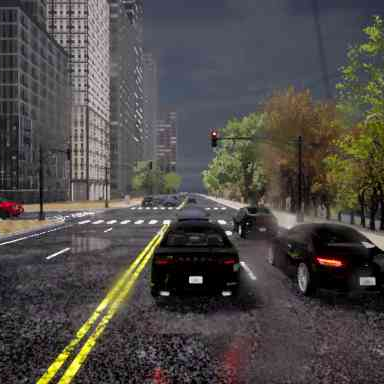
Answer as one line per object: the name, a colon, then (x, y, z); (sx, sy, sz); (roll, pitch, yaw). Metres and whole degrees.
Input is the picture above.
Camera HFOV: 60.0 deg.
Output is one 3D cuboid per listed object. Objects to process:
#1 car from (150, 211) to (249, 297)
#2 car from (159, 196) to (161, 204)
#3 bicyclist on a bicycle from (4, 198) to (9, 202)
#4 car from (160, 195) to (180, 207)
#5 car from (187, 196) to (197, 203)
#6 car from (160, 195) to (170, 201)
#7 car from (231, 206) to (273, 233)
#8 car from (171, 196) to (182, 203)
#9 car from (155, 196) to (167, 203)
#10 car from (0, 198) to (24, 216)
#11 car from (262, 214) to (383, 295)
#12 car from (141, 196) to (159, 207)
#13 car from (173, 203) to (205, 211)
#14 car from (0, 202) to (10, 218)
car: (0.074, 1.476, 8.645); (1.882, 1.535, 5.008); (0, 0, 0)
car: (-6.686, 1.482, 60.997); (2.128, 1.511, 4.902); (0, 0, 0)
bicyclist on a bicycle: (-24.735, 1.578, 44.161); (0.582, 1.620, 1.656); (-1, 1, 0)
car: (-3.439, 1.539, 52.923); (2.033, 1.411, 5.357); (0, 0, 0)
car: (-0.028, 1.537, 68.382); (2.033, 1.411, 5.357); (0, 0, 0)
car: (-6.657, 1.530, 82.032); (2.033, 1.411, 5.357); (0, 0, 0)
car: (3.290, 1.502, 17.862); (1.837, 1.490, 4.892); (0, 0, 0)
car: (-3.392, 1.529, 73.415); (2.033, 1.411, 5.357); (0, 0, 0)
car: (-6.638, 1.529, 71.496); (2.033, 1.411, 5.357); (0, 0, 0)
car: (-19.897, 1.518, 33.293); (5.566, 2.045, 2.150); (-1, 1, 0)
car: (3.315, 1.524, 8.605); (1.812, 1.442, 4.674); (0, 0, 0)
car: (-6.688, 1.497, 51.578); (1.837, 1.490, 4.892); (0, 0, 0)
car: (0.036, 1.545, 18.454); (2.033, 1.411, 5.357); (0, 0, 0)
car: (-19.354, 1.880, 30.044); (4.181, 1.385, 1.994); (-1, 1, 0)
